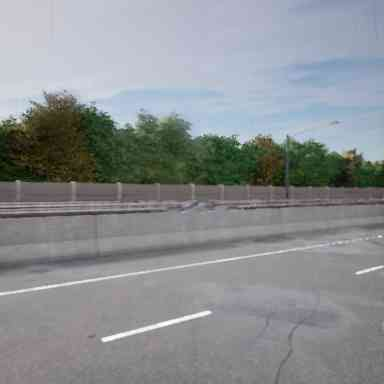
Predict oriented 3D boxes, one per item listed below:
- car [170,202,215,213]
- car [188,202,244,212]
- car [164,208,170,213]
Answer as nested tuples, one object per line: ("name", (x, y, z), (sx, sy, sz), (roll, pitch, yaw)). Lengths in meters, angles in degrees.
("car", (1.067, 1.562, 26.183), (4.892, 1.490, 1.837), (1, 0, -35))
("car", (2.220, 1.617, 22.717), (4.181, 1.385, 1.994), (0, 0, -35))
("car", (0.179, 1.587, 29.801), (5.357, 1.411, 2.033), (1, 1, -35))
